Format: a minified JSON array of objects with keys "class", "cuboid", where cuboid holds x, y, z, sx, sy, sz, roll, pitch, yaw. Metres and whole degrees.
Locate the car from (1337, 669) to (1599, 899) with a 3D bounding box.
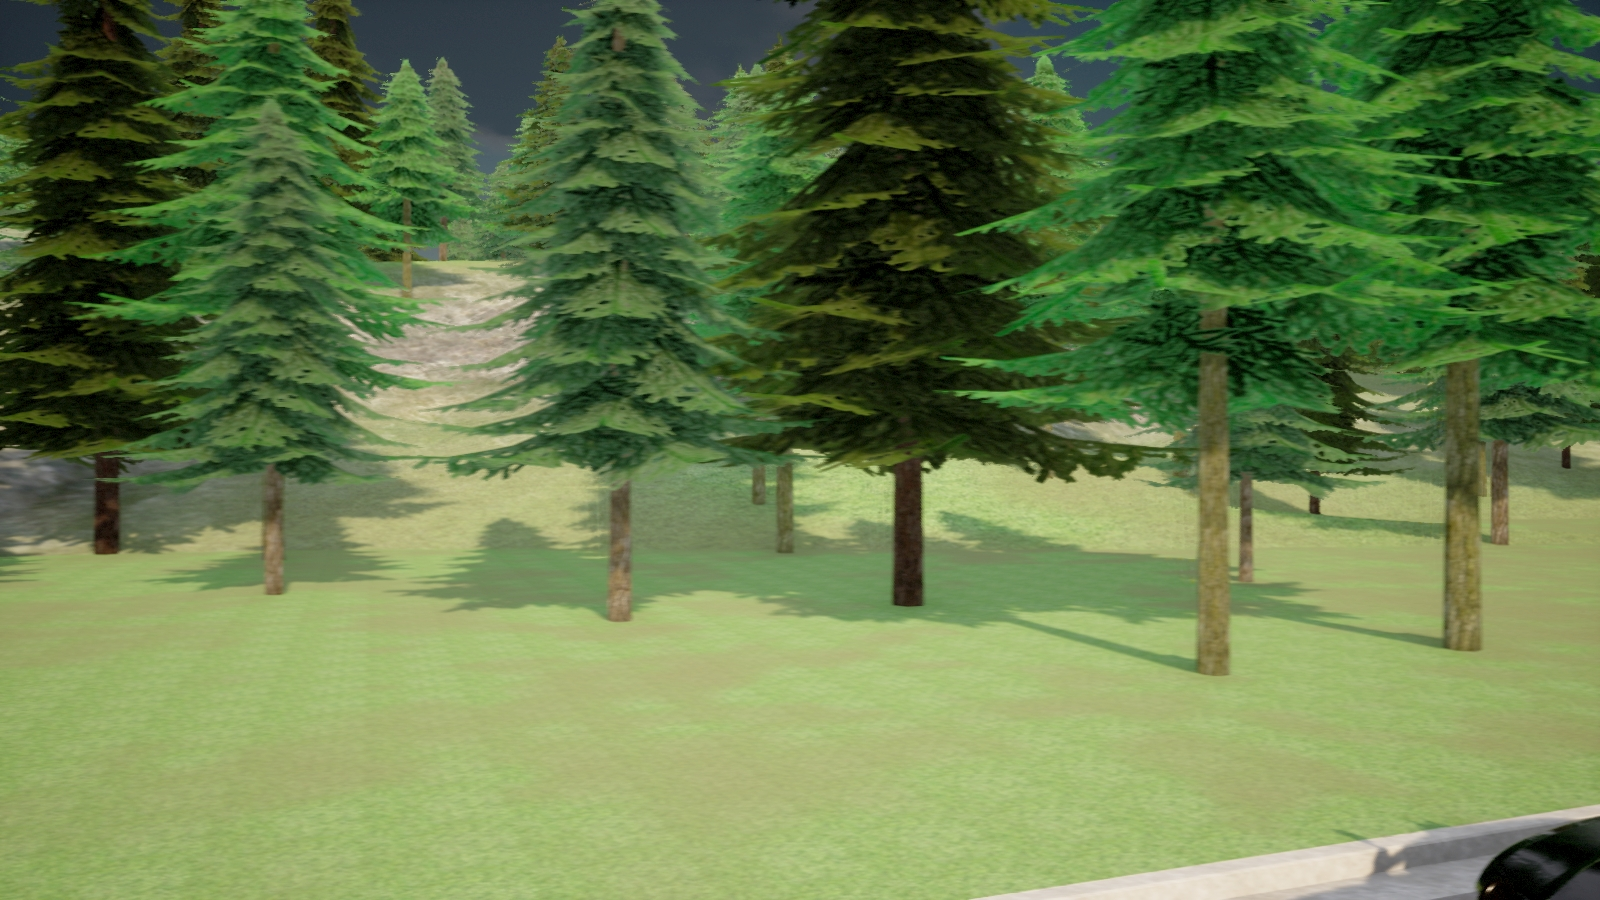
[{"class":"car","cuboid":[5.391,1.984,5.379,5.238,1.638,2.097,0,0,-20]}]
